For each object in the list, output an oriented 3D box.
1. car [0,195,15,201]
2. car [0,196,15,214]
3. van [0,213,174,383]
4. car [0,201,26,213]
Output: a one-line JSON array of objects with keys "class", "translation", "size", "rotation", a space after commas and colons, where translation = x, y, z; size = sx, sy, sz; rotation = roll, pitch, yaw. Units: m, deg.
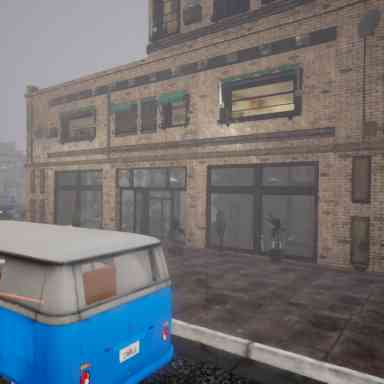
[{"class": "car", "translation": [-20.530, 1.349, 33.258], "size": [2.150, 2.045, 5.566], "rotation": [1, 0, 36]}, {"class": "car", "translation": [-22.069, 1.411, 35.552], "size": [2.192, 1.841, 5.009], "rotation": [0, 0, 36]}, {"class": "van", "translation": [-2.124, 1.340, 4.363], "size": [3.998, 1.788, 1.690], "rotation": [0, 1, 35]}, {"class": "car", "translation": [-15.307, 1.793, 30.607], "size": [1.947, 1.339, 4.313], "rotation": [0, 0, 36]}]
